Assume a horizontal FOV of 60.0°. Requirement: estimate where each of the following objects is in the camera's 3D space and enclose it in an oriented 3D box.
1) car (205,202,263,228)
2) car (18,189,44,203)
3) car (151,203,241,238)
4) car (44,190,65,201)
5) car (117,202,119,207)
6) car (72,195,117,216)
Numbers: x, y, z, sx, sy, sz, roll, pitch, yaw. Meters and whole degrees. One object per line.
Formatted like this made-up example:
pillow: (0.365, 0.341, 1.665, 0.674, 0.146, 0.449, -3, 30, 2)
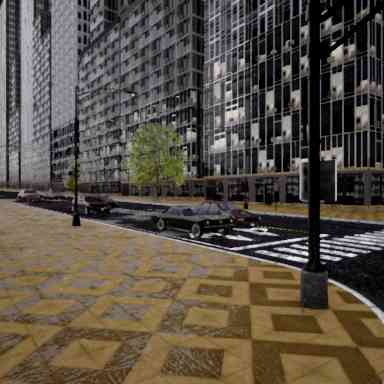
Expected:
car: (1.659, 1.288, 19.706, 2.033, 1.411, 5.357, 0, 1, -36)
car: (-21.776, 0.472, 44.441, 2.097, 1.767, 4.553, 0, 1, -38)
car: (-0.065, 1.371, 16.587, 1.895, 1.301, 4.718, 0, 1, -38)
car: (-19.491, 0.455, 46.806, 2.033, 1.411, 5.357, 0, 1, -38)
car: (-9.367, 0.961, 33.700, 2.033, 1.411, 5.357, 0, 1, -38)
car: (-8.258, 1.027, 27.018, 1.837, 1.490, 4.892, 0, 2, -38)
